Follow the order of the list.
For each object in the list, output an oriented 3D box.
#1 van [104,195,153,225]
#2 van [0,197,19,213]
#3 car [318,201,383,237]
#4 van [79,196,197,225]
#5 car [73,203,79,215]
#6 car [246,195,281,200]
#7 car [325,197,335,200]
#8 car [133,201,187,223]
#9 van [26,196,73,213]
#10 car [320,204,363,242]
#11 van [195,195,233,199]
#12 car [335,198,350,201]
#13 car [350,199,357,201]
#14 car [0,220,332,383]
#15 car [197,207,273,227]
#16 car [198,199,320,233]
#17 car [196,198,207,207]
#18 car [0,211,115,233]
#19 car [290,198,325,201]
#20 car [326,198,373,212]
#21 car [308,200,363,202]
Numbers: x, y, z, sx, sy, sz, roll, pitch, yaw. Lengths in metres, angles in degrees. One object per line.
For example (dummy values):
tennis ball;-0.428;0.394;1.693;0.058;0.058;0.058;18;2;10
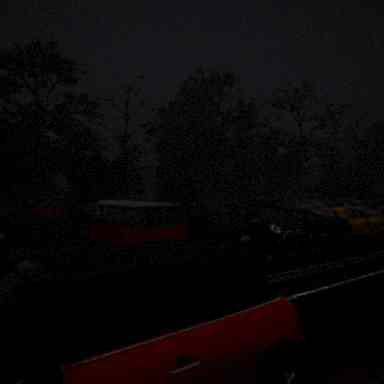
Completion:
van;-4.817;1.244;24.631;1.878;1.987;4.442;0;0;-36
van;-11.603;1.263;19.806;1.878;1.987;4.442;0;0;-35
car;7.041;1.473;17.367;1.946;1.575;5.366;0;0;-35
van;-1.970;1.257;10.890;1.878;1.987;4.442;0;0;-35
car;-7.155;1.474;23.112;2.097;1.535;5.008;0;0;-35
car;6.381;1.266;32.744;2.435;2.045;5.566;0;0;-35
car;13.175;1.608;37.525;2.002;1.452;4.674;0;0;-35
car;-2.652;1.499;26.335;2.163;1.488;4.792;0;0;-35
van;-9.479;1.256;21.599;1.878;1.987;4.442;0;0;-35
car;4.895;1.472;15.609;2.231;1.521;4.892;0;0;-35
van;1.711;1.259;29.538;1.878;1.987;4.442;0;0;-35
car;15.450;1.615;39.106;2.163;1.488;4.792;0;0;-35
car;17.573;1.476;40.687;2.185;1.767;4.553;0;0;-35
car;-1.058;1.351;2.933;4.553;1.767;2.097;0;0;-36
car;0.346;1.506;12.426;2.163;1.488;4.792;0;0;-35
car;2.606;1.346;14.031;2.185;1.767;4.553;0;0;-35
car;-0.499;1.504;27.862;2.163;1.488;4.792;0;0;-35
car;-4.149;1.520;9.165;2.163;1.488;4.792;0;0;-35
car;11.022;1.548;35.773;1.946;1.575;5.366;0;0;-35
car;19.854;1.618;42.260;2.097;1.535;5.008;0;0;-35
car;9.419;1.483;18.600;1.946;1.575;5.366;0;0;-35
